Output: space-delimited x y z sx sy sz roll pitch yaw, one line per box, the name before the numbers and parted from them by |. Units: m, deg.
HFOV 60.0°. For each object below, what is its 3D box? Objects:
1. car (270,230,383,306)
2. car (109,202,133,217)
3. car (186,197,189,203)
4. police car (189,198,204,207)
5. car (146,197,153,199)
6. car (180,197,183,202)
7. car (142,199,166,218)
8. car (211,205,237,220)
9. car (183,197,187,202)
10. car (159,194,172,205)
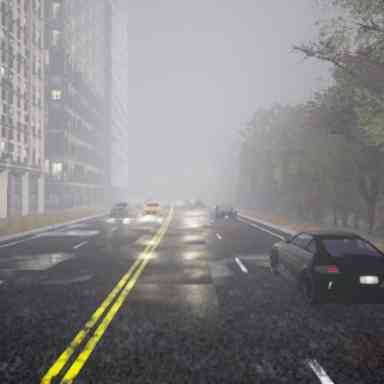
car | 3.296 1.629 8.229 1.994 1.385 4.181 0 0 -1
car | -7.252 1.780 34.445 1.837 1.490 4.892 0 -1 -2
car | 0.382 2.079 73.442 1.812 1.442 4.674 0 0 -4
police car | 1.177 1.980 62.414 2.038 1.542 4.974 0 0 -4
car | -9.537 1.901 75.181 2.097 1.767 4.553 0 0 -5
car | -1.595 2.207 95.496 2.163 1.488 4.792 0 0 -6
car | -3.994 1.749 34.320 1.882 1.535 5.008 0 0 -2
car | 2.844 1.837 30.339 1.895 1.301 4.718 0 0 -2
car | -0.541 2.176 84.460 2.033 1.411 5.357 0 0 -5
car | -6.293 1.768 75.389 2.150 2.045 5.566 0 0 -5
